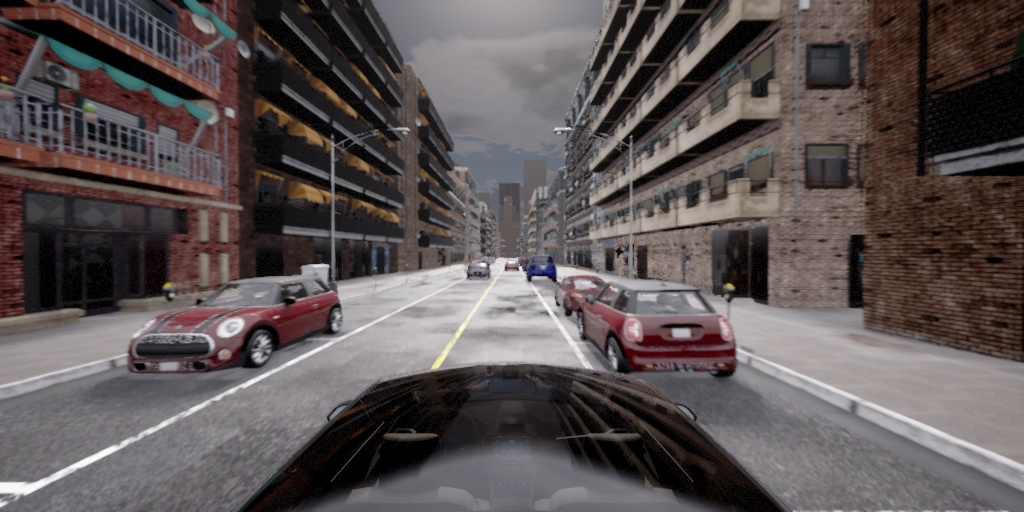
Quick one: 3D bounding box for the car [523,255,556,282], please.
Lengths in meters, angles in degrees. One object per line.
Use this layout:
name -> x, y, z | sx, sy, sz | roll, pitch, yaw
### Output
car -> 2.261, 0.962, 28.693 | 2.150, 2.045, 5.566 | 0, 0, 0

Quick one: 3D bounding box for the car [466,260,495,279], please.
car -> -2.852, 1.299, 31.835 | 1.994, 1.385, 4.181 | 0, 0, 0

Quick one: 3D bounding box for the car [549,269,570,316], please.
car -> 2.560, 1.326, 13.013 | 1.802, 1.307, 4.207 | 0, 0, 0

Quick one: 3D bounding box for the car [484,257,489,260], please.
car -> -5.335, 1.270, 58.415 | 1.888, 1.381, 4.507 | 0, 0, 0

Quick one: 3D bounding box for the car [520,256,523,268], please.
car -> 2.550, 1.043, 46.998 | 2.192, 1.841, 5.009 | 0, 0, 0

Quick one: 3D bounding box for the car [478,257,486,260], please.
car -> -5.333, 1.272, 52.764 | 1.888, 1.381, 4.507 | 0, 0, 0

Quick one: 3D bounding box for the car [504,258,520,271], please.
car -> -0.004, 1.292, 49.159 | 1.994, 1.385, 4.181 | 0, 0, 2

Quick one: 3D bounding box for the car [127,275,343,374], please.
car -> -5.319, 1.187, 7.554 | 1.967, 1.591, 4.097 | 0, 0, 0

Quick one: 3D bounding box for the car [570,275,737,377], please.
car -> 2.566, 1.187, 7.348 | 1.967, 1.591, 4.097 | 0, 0, 0
